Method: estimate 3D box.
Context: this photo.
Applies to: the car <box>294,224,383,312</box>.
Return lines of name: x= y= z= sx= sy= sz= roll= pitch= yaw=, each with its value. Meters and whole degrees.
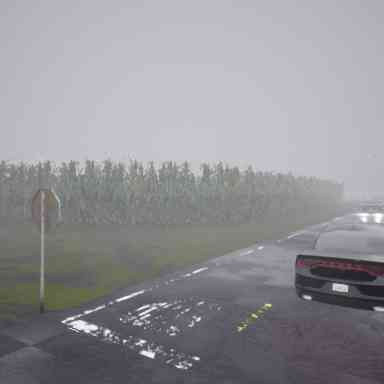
car: x=3.892 y=1.481 z=7.736 sx=1.882 sy=1.535 sz=5.008 roll=0 pitch=0 yaw=33

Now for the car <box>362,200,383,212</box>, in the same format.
car: x=21.002 y=1.623 z=38.589 sx=1.895 sy=1.301 sz=4.718 roll=0 pitch=0 yaw=33
